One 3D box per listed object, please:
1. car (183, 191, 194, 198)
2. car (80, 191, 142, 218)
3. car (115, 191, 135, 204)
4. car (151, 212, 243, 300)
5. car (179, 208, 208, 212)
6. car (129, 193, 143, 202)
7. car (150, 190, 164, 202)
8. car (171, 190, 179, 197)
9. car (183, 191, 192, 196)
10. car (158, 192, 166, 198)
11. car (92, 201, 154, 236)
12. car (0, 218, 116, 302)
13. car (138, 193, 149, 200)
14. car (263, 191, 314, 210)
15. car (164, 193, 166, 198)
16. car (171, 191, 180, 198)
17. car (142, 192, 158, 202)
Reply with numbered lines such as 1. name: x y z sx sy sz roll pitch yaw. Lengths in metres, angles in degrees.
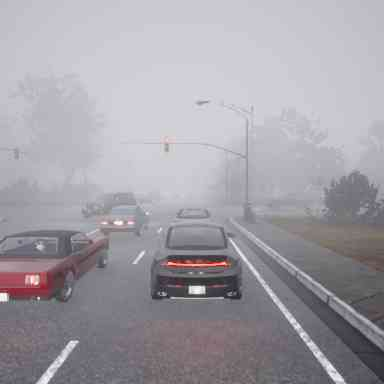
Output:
1. car: -0.671 0.783 85.235 1.994 1.385 4.181 0 1 -4
2. car: -6.539 1.043 26.766 2.150 2.045 5.566 -1 0 20
3. car: -10.691 0.821 53.796 2.150 2.045 5.566 0 0 0
4. car: 0.088 1.473 8.315 1.837 1.490 4.892 0 0 0
5. car: 0.080 1.497 17.628 1.895 1.301 4.718 0 0 0
6. car: -10.676 0.987 63.683 1.882 1.535 5.008 0 1 0
7. car: -7.166 0.733 63.452 2.150 2.045 5.566 0 1 -1
8. car: -4.912 0.451 94.749 2.097 1.767 4.553 0 1 -7
9. car: -1.424 0.465 95.112 2.033 1.411 5.357 0 1 -7
10. car: -7.602 0.780 83.911 1.812 1.442 4.674 0 1 -3
11. car: -3.446 1.442 17.724 2.033 1.411 5.357 0 0 -1
12. car: -3.413 1.570 8.135 1.895 1.301 4.718 0 0 0
13. car: -10.742 0.991 73.769 1.895 1.301 4.718 0 1 -1
14. car: 11.050 0.949 38.199 5.566 2.045 2.150 0 0 -3
15. car: -7.237 0.876 73.642 1.882 1.535 5.008 0 1 -1
16. car: -4.143 0.602 84.681 2.097 1.767 4.553 0 1 -4
17. car: -7.192 1.151 53.277 2.033 1.411 5.357 0 0 0
